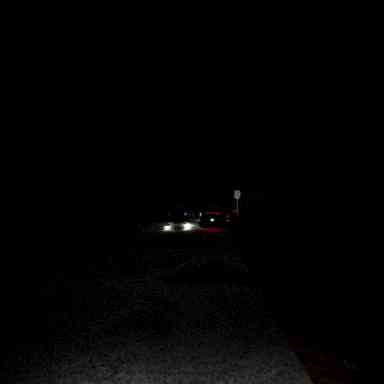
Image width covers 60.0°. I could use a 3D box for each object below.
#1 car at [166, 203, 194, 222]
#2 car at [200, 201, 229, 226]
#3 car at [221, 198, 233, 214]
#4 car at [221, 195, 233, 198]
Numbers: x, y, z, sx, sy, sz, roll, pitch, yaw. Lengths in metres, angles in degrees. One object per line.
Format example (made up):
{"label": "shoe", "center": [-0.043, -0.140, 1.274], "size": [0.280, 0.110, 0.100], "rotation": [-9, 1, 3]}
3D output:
{"label": "car", "center": [-0.955, 1.659, 28.323], "size": [1.882, 1.535, 5.008], "rotation": [0, -1, 7]}
{"label": "car", "center": [1.624, 1.662, 24.875], "size": [1.837, 1.490, 4.892], "rotation": [0, -1, 6]}
{"label": "car", "center": [4.143, 1.934, 42.394], "size": [2.128, 1.511, 4.902], "rotation": [0, -1, 10]}
{"label": "car", "center": [7.212, 1.407, 68.469], "size": [2.097, 1.767, 4.553], "rotation": [1, 1, 16]}
